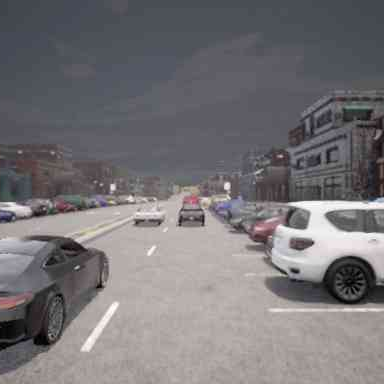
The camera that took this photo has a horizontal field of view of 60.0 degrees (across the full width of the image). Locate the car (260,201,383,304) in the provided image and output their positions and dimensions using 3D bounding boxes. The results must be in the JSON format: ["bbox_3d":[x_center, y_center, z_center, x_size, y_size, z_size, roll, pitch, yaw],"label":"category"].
[{"bbox_3d":[4.697,1.241,7.741,5.566,2.045,2.435,0,0,0],"label":"car"}]

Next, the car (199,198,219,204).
[{"bbox_3d":[4.274,2.300,82.870,4.792,1.488,2.163,0,-2,0],"label":"car"}]

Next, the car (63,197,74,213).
[{"bbox_3d":[-15.880,1.594,35.983,5.008,1.535,2.097,0,0,0],"label":"car"}]

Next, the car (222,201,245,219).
[{"bbox_3d":[4.619,1.563,21.759,4.792,1.488,2.163,0,0,0],"label":"car"}]

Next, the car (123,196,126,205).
[{"bbox_3d":[-16.065,1.583,63.551,5.566,2.045,2.435,0,-1,0],"label":"car"}]

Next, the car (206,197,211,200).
[{"bbox_3d":[4.501,1.612,38.433,5.008,1.535,2.097,0,0,0],"label":"car"}]

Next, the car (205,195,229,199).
[{"bbox_3d":[4.437,1.520,43.984,4.553,1.767,2.185,0,0,0],"label":"car"}]

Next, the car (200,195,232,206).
[{"bbox_3d":[4.342,1.529,60.660,5.566,2.045,2.435,0,-1,0],"label":"car"}]

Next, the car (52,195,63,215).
[{"bbox_3d":[-15.833,1.453,33.227,4.553,1.767,2.185,0,0,0],"label":"car"}]

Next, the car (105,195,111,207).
[{"bbox_3d":[-16.005,1.708,52.526,5.008,1.535,2.097,0,0,0],"label":"car"}]

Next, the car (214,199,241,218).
[{"bbox_3d":[4.565,1.556,27.192,4.892,1.521,2.231,0,0,0],"label":"car"}]

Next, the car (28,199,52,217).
[{"bbox_3d":[-15.873,1.593,30.469,4.792,1.488,2.163,0,0,0],"label":"car"}]

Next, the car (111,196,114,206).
[{"bbox_3d":[-16.028,1.773,55.280,4.674,1.452,2.002,0,-1,0],"label":"car"}]

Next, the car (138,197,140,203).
[{"bbox_3d":[-16.190,1.956,80.080,5.566,2.045,2.435,0,-1,0],"label":"car"}]

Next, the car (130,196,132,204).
[{"bbox_3d":[-16.185,2.029,71.806,4.792,1.488,2.163,0,-1,0],"label":"car"}]

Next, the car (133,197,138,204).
[{"bbox_3d":[-16.226,1.884,77.323,5.566,2.045,2.435,0,-1,0],"label":"car"}]

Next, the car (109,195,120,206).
[{"bbox_3d":[-15.866,1.756,58.040,5.366,1.575,1.946,0,-1,0],"label":"car"}]

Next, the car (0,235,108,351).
[{"bbox_3d":[-2.934,1.535,6.231,1.812,1.442,4.674,0,0,0],"label":"car"}]

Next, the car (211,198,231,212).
[{"bbox_3d":[4.538,1.568,29.971,5.008,1.535,2.097,0,0,0],"label":"car"}]

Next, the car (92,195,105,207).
[{"bbox_3d":[-16.020,1.563,49.770,4.553,1.767,2.185,0,0,0],"label":"car"}]

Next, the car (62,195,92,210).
[{"bbox_3d":[-15.955,1.378,41.499,5.566,2.045,2.435,0,0,0],"label":"car"}]

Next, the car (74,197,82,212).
[{"bbox_3d":[-15.877,1.641,38.739,4.792,1.488,2.163,0,0,0],"label":"car"}]

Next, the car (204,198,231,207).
[{"bbox_3d":[4.384,1.788,57.881,4.674,1.452,2.002,0,-1,0],"label":"car"}]

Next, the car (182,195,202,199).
[{"bbox_3d":[-0.139,1.380,42.908,2.150,2.045,5.566,0,0,0],"label":"car"}]

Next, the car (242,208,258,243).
[{"bbox_3d":[4.634,1.546,13.423,4.674,1.452,2.002,0,0,0],"label":"car"}]

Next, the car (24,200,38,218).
[{"bbox_3d":[-15.820,1.591,27.676,4.674,1.452,2.002,0,0,0],"label":"car"}]

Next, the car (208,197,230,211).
[{"bbox_3d":[4.505,1.598,35.653,4.892,1.521,2.231,0,0,0],"label":"car"}]

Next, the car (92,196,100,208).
[{"bbox_3d":[-15.998,1.698,47.011,4.792,1.488,2.163,0,0,0],"label":"car"}]

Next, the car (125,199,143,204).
[{"bbox_3d":[-16.319,2.594,93.858,4.674,1.452,2.002,0,-1,0],"label":"car"}]

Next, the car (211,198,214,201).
[{"bbox_3d":[4.556,1.611,32.876,4.792,1.488,2.163,0,0,0],"label":"car"}]

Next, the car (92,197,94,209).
[{"bbox_3d":[-15.945,1.688,44.254,4.674,1.452,2.002,0,0,0],"label":"car"}]

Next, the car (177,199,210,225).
[{"bbox_3d":[-0.036,1.558,24.630,2.128,1.511,4.902,0,0,0],"label":"car"}]

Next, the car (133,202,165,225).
[{"bbox_3d":[-3.036,1.665,24.568,1.895,1.301,4.718,0,0,0],"label":"car"}]

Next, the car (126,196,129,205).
[{"bbox_3d":[-16.086,1.633,66.303,5.566,2.045,2.435,0,-1,0],"label":"car"}]

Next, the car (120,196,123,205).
[{"bbox_3d":[-16.044,1.544,60.794,5.566,2.045,2.435,0,-1,0],"label":"car"}]

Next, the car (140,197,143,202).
[{"bbox_3d":[-16.466,2.416,88.343,5.366,1.575,1.946,0,-1,0],"label":"car"}]

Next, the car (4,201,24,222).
[{"bbox_3d":[-15.773,1.568,24.954,4.792,1.488,2.163,0,0,0],"label":"car"}]

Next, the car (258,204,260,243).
[{"bbox_3d":[4.685,1.373,10.553,4.553,1.767,2.185,0,0,0],"label":"car"}]

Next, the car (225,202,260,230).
[{"bbox_3d":[4.612,1.524,18.979,4.892,1.521,2.231,0,0,0],"label":"car"}]

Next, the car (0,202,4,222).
[{"bbox_3d":[-15.752,1.558,22.199,4.792,1.488,2.163,0,0,0],"label":"car"}]

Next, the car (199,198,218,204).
[{"bbox_3d":[4.224,2.343,85.650,5.008,1.535,2.097,0,-1,0],"label":"car"}]

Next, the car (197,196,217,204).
[{"bbox_3d":[4.153,2.298,93.872,5.566,2.045,2.435,0,-1,0],"label":"car"}]

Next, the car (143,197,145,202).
[{"bbox_3d":[-16.486,2.485,91.102,5.366,1.575,1.946,0,-1,0],"label":"car"}]

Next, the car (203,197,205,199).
[{"bbox_3d":[4.635,1.660,46.646,5.366,1.575,1.946,0,0,0],"label":"car"}]
